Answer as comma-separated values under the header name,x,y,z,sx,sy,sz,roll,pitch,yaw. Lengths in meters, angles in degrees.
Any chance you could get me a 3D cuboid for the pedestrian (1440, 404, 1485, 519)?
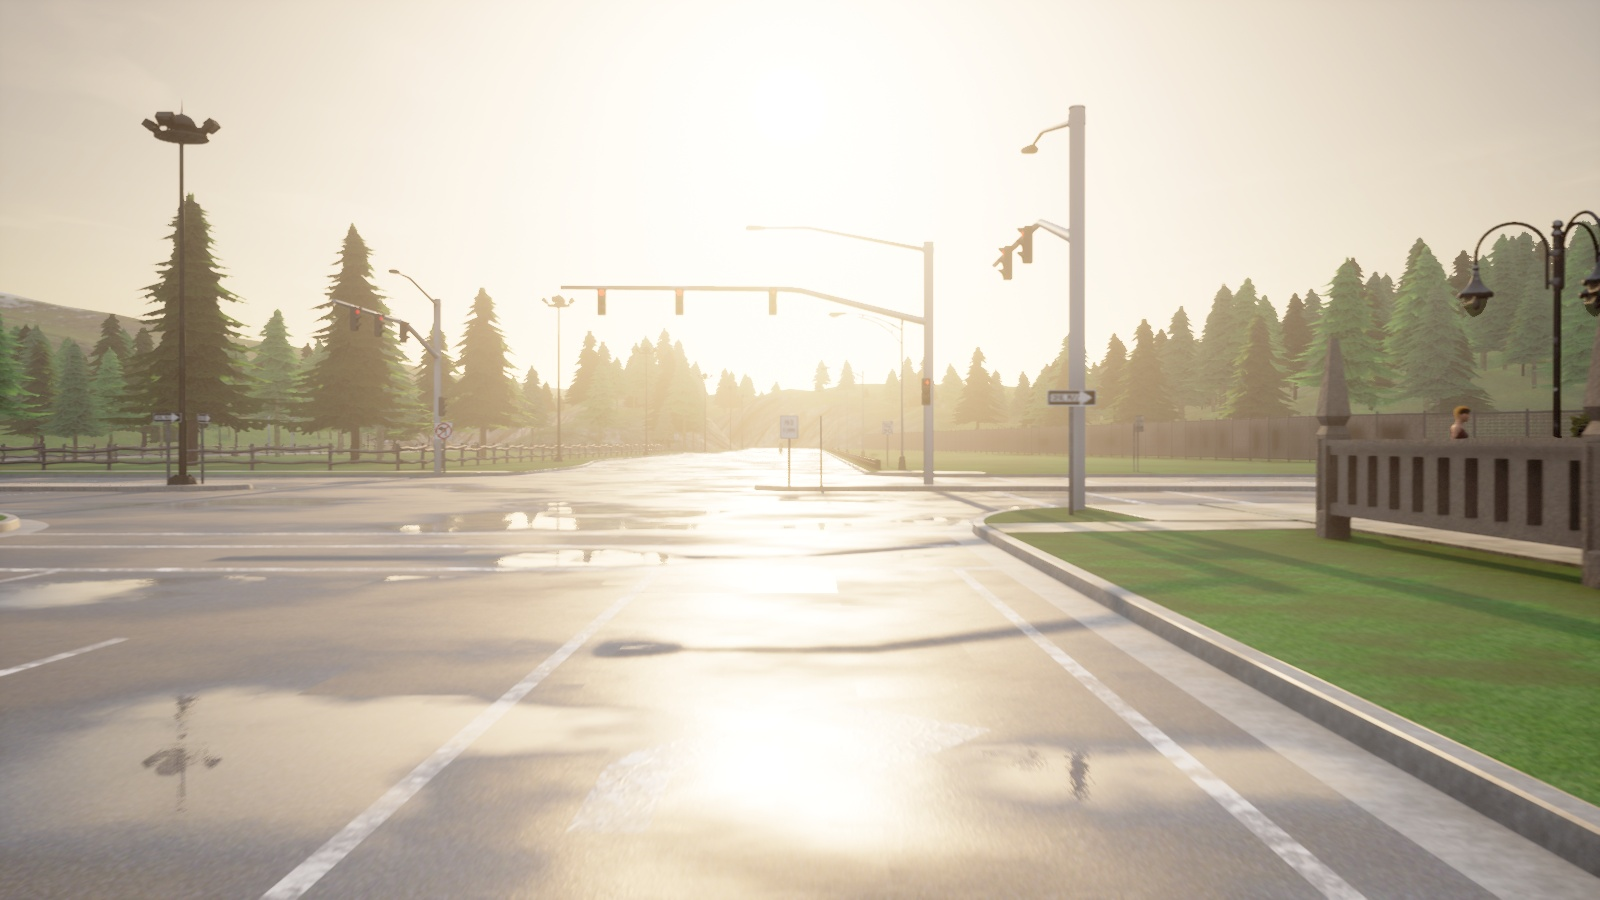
name,x,y,z,sx,sy,sz,roll,pitch,yaw
pedestrian,10.749,0.180,20.383,0.594,1.836,0.345,0,0,37
